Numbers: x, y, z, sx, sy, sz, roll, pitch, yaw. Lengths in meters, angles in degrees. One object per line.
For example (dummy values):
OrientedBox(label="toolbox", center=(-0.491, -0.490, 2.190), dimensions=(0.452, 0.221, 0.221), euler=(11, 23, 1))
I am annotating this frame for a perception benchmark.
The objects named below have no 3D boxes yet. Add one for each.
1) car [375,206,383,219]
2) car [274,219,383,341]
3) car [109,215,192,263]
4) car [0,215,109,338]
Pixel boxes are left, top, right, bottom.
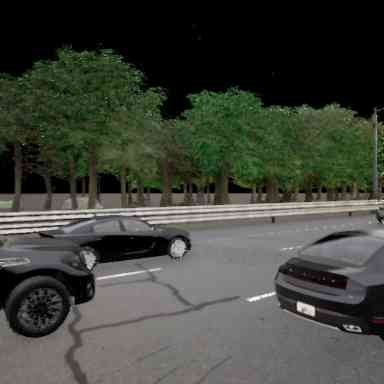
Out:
OrientedBox(label="car", center=(14.395, 1.416, 22.609), dimensions=(4.902, 1.511, 2.128), euler=(0, 0, -35))
OrientedBox(label="car", center=(3.668, 1.485, 6.362), dimensions=(4.892, 1.490, 1.837), euler=(0, 0, -35))
OrientedBox(label="car", center=(-2.294, 1.464, 10.707), dimensions=(5.008, 1.535, 1.882), euler=(0, 0, -36))
OrientedBox(label="car", center=(-4.357, 1.224, 4.938), dimensions=(5.566, 2.045, 2.150), euler=(0, 0, -36))
